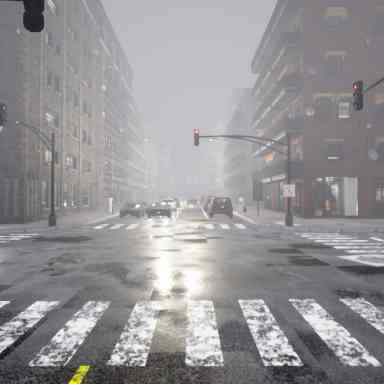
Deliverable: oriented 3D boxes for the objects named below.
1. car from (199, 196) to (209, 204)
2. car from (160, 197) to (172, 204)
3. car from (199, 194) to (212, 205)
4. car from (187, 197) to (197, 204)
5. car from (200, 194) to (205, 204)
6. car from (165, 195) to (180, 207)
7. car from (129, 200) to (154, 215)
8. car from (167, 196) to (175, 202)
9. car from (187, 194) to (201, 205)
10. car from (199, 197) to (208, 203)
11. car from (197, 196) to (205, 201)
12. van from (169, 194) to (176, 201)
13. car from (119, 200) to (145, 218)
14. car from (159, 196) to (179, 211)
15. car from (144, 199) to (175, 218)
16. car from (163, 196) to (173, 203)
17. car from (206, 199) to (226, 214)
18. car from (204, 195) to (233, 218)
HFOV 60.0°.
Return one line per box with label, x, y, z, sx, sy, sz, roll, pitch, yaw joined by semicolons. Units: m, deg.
car;2.509;1.558;69.112;1.967;1.590;4.097;1;0;0
car;-5.373;1.669;69.069;2.008;1.369;4.403;1;0;0
car;2.517;1.404;63.549;2.192;1.841;5.009;1;0;0
car;-0.008;1.687;70.385;1.994;1.385;4.181;0;0;0
car;2.542;1.337;41.315;2.192;1.841;5.009;1;0;0
car;-2.809;1.567;50.463;1.812;1.442;4.674;0;0;0
car;-5.335;1.582;35.697;1.947;1.339;4.313;1;0;0
car;-5.390;1.767;85.759;2.008;1.369;4.403;1;0;0
car;0.039;1.567;60.150;2.128;1.511;4.902;0;0;0
car;2.501;1.731;74.672;1.802;1.307;4.206;1;0;0
car;2.484;1.816;91.364;1.947;1.339;4.313;1;0;0
van;-5.393;1.591;91.325;1.690;1.788;3.998;1;0;0
car;-5.329;1.578;30.136;1.947;1.339;4.313;1;0;0
car;-2.867;1.546;40.261;1.812;1.442;4.674;0;0;0
car;-2.873;1.576;30.371;1.994;1.385;4.181;0;0;0
car;-5.378;1.673;74.461;1.752;1.417;4.829;1;0;0
car;2.545;1.541;35.919;1.752;1.417;4.829;1;0;0
car;2.555;1.327;30.190;2.192;1.841;5.009;1;0;0
